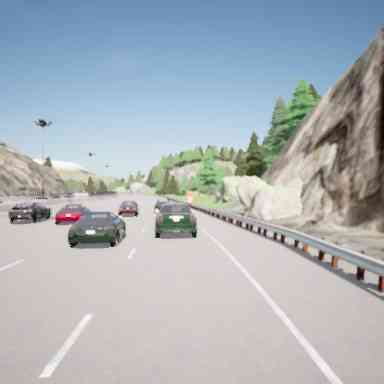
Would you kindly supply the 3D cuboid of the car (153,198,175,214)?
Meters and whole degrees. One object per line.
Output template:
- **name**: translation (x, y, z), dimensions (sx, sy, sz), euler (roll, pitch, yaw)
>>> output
- **car**: translation (-3.174, 1.480, 36.810), dimensions (2.128, 1.511, 4.902), euler (0, 0, -7)

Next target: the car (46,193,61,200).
- **car**: translation (-33.751, 1.106, 81.201), dimensions (2.097, 1.767, 4.553), euler (0, 0, -7)

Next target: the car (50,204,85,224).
- **car**: translation (-8.720, 1.570, 24.814), dimensions (1.994, 1.385, 4.181), euler (0, 0, -7)

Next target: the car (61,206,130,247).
- **car**: translation (-4.187, 1.565, 15.191), dimensions (1.994, 1.385, 4.181), euler (0, 0, -5)

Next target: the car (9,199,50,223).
- **car**: translation (-12.342, 1.505, 25.650), dimensions (2.128, 1.511, 4.902), euler (0, 0, -7)

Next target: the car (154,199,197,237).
- **car**: translation (-0.946, 1.345, 18.126), dimensions (2.097, 1.767, 4.553), euler (0, 0, -5)

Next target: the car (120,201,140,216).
- **car**: translation (-6.187, 1.544, 32.863), dimensions (2.033, 1.411, 5.357), euler (0, 0, -7)
